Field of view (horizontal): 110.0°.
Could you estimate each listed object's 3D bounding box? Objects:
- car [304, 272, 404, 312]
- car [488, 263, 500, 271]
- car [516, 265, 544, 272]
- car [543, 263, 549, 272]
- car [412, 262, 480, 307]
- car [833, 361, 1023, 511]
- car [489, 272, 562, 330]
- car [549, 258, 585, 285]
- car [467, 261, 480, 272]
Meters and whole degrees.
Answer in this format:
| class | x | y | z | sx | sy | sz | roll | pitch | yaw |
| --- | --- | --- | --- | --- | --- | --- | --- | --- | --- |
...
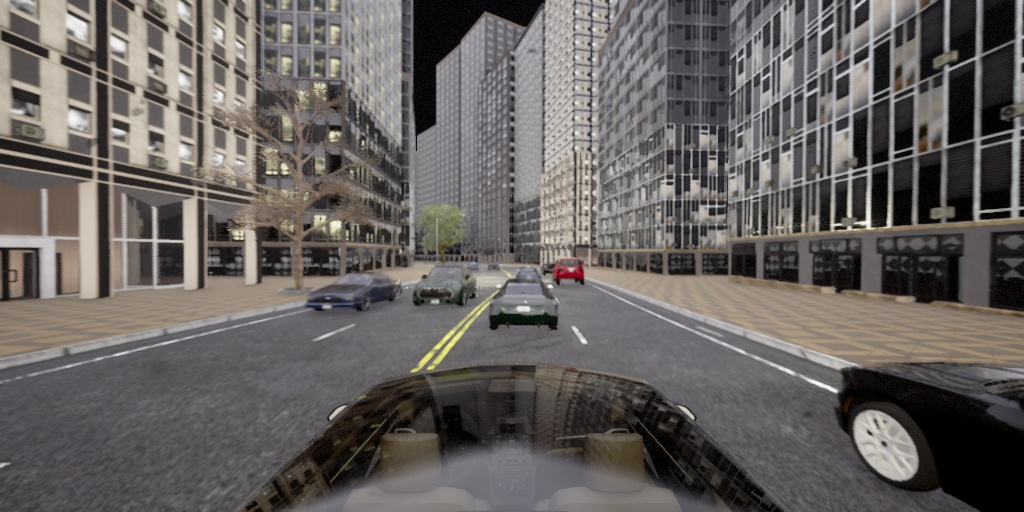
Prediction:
| class | x | y | z | sx | sy | sz | roll | pitch | yaw |
| --- | --- | --- | --- | --- | --- | --- | --- | --- | --- |
| car | -6.190 | 1.379 | 14.924 | 2.033 | 1.411 | 5.357 | 0 | 0 | 3 |
| car | -2.956 | 1.757 | 58.198 | 1.994 | 1.385 | 4.181 | 0 | 0 | -5 |
| car | 1.281 | 1.536 | 29.022 | 1.994 | 1.385 | 4.181 | 0 | 0 | 2 |
| car | 4.498 | 1.603 | 43.901 | 1.837 | 1.490 | 4.892 | 0 | 0 | -1 |
| car | -2.870 | 1.207 | 16.189 | 2.097 | 1.767 | 4.553 | 0 | 0 | 3 |
| car | 4.208 | 1.239 | 1.575 | 1.882 | 1.535 | 5.008 | 0 | -1 | 0 |
| car | 0.391 | 1.395 | 11.563 | 1.994 | 1.385 | 4.181 | 0 | 0 | 2 |
| car | 4.473 | 1.202 | 28.982 | 2.150 | 2.045 | 5.566 | 0 | -1 | 3 |
| car | -6.093 | 1.656 | 56.793 | 1.882 | 1.535 | 5.008 | 0 | 0 | -4 |
